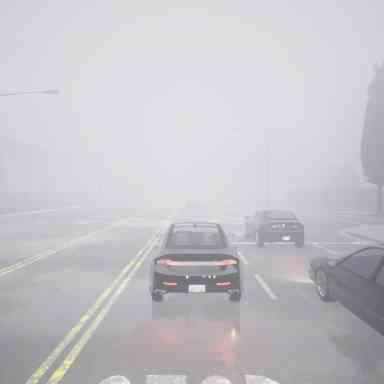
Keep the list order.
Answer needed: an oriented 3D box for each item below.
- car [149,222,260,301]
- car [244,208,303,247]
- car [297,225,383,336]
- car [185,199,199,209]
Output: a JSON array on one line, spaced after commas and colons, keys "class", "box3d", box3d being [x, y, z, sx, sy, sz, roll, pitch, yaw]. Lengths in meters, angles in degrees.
[{"class": "car", "box3d": [0.082, 1.492, 8.302, 2.128, 1.511, 4.902, 0, 0, 0]}, {"class": "car", "box3d": [3.566, 1.505, 15.002, 1.837, 1.490, 4.892, 0, 0, 0]}, {"class": "car", "box3d": [3.589, 1.547, 5.256, 2.033, 1.411, 5.357, 0, 0, 0]}, {"class": "car", "box3d": [0.005, 1.601, 44.120, 1.895, 1.301, 4.718, 0, 0, 0]}]
